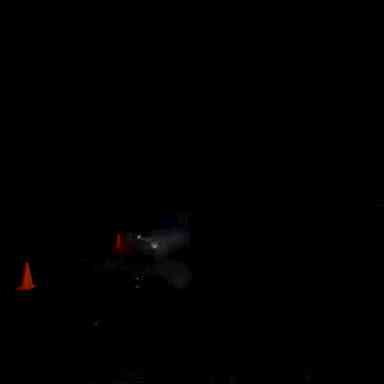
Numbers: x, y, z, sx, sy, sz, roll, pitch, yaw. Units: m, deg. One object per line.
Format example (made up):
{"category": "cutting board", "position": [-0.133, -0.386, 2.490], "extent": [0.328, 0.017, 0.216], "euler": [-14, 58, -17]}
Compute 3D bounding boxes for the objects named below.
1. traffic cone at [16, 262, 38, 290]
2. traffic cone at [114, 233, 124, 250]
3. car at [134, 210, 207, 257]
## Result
{"category": "traffic cone", "position": [-3.816, 1.917, 7.698], "extent": [0.340, 0.580, 0.340], "euler": [0, 0, 9]}
{"category": "traffic cone", "position": [-2.821, 1.892, 12.815], "extent": [0.340, 0.580, 0.340], "euler": [0, 0, 14]}
{"category": "car", "position": [-0.611, 1.464, 13.002], "extent": [1.812, 1.442, 4.674], "euler": [0, 1, 15]}
